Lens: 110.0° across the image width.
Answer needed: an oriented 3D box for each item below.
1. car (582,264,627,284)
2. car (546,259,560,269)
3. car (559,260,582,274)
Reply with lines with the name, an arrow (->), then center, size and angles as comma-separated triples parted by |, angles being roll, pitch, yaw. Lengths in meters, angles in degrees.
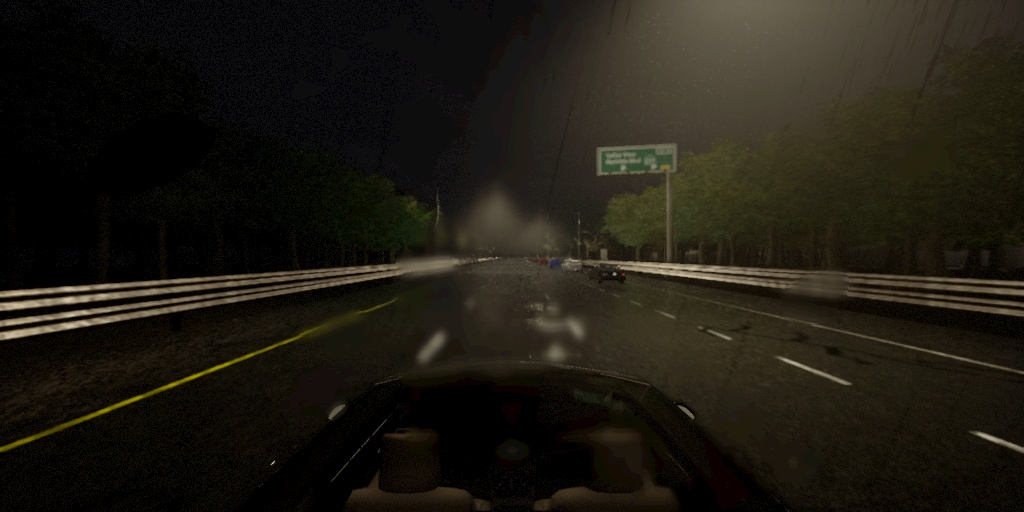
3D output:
car -> 7.021, 1.296, 27.047 | 2.033, 1.411, 5.357 | 0, 0, 0
car -> 7.067, 1.222, 58.033 | 1.882, 1.535, 5.008 | 0, 0, 0
car -> 7.044, 1.272, 42.036 | 1.812, 1.442, 4.674 | 0, 0, 0
